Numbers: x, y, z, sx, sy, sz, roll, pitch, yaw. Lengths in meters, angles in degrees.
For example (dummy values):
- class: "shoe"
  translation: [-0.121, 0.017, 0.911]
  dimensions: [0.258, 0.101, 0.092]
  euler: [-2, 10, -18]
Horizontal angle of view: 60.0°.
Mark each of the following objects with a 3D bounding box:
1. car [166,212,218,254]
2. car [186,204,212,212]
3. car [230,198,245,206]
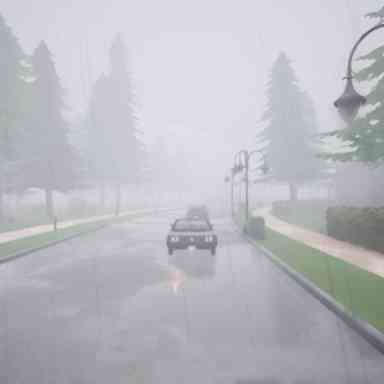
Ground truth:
- class: "car"
  translation: [0.000, 1.734, 14.073]
  dimensions: [1.895, 1.301, 4.718]
  euler: [0, 0, 0]
- class: "car"
  translation: [0.591, 1.781, 29.079]
  dimensions: [1.837, 1.490, 4.892]
  euler: [0, 0, 6]
- class: "car"
  translation: [9.803, 2.025, 71.579]
  dimensions: [2.097, 1.767, 4.553]
  euler: [0, -1, 27]
